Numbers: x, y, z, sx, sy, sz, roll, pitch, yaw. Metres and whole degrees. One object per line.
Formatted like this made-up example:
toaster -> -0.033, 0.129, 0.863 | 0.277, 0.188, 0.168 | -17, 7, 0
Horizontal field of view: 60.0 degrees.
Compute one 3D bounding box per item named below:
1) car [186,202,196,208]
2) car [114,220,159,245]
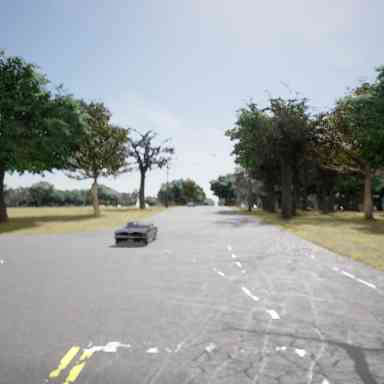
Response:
car -> -0.236, 3.224, 83.545 | 2.033, 1.411, 5.357 | 0, -1, 8
car -> -3.172, 2.339, 19.678 | 1.895, 1.301, 4.718 | 0, -2, 2
